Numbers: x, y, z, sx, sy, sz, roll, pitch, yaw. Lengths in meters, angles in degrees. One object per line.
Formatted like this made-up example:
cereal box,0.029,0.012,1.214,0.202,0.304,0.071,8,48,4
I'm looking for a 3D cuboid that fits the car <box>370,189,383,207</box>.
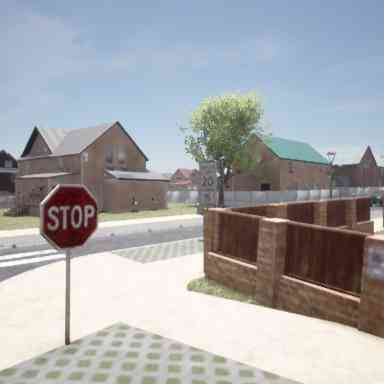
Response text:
car,18.998,0.516,32.387,4.553,1.767,2.097,-2,2,-42
